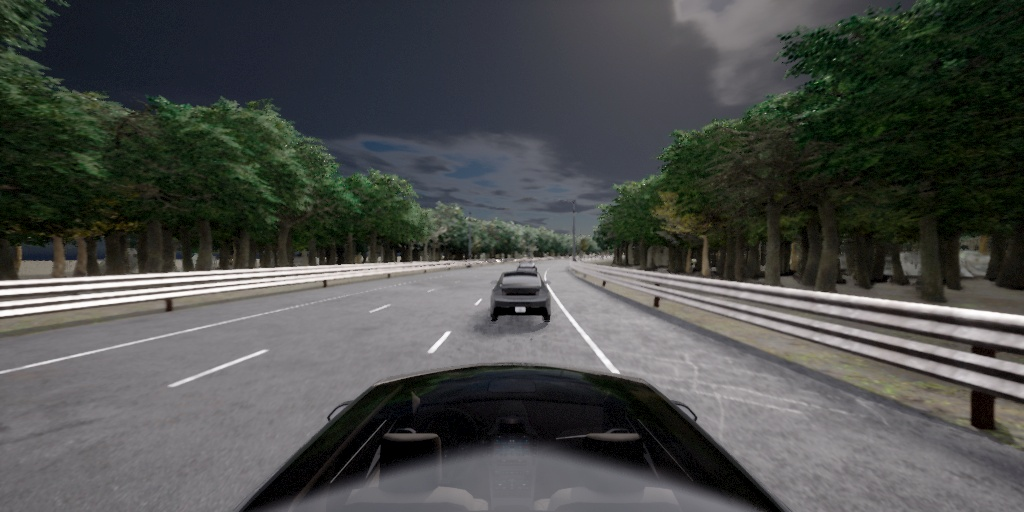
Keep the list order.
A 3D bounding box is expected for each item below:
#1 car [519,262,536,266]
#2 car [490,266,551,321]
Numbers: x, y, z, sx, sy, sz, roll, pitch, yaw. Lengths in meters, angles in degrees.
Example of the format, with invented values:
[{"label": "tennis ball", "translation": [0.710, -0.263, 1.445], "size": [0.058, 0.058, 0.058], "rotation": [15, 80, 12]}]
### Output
[{"label": "car", "translation": [1.406, 1.311, 32.610], "size": [2.128, 1.511, 4.902], "rotation": [0, 0, 4]}, {"label": "car", "translation": [0.307, 1.270, 12.519], "size": [1.837, 1.490, 4.892], "rotation": [0, 0, 2]}]
